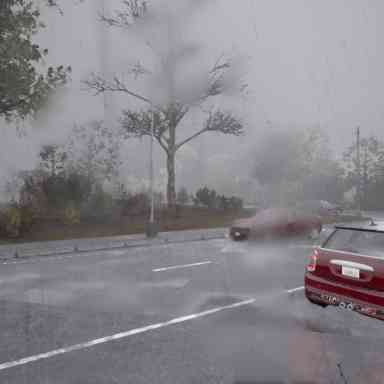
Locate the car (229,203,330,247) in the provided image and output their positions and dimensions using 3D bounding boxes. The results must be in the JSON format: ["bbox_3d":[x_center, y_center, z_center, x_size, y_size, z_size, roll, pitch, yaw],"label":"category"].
[{"bbox_3d":[3.926,1.477,15.310,5.008,1.535,1.882,0,0,-36],"label":"car"}]

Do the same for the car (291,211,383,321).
[{"bbox_3d":[4.396,1.352,6.747,4.553,1.767,2.097,0,0,-34],"label":"car"}]

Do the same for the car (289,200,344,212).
[{"bbox_3d":[13.395,1.549,35.544,2.033,1.411,5.357,0,0,-28],"label":"car"}]

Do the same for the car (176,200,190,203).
[{"bbox_3d":[-1.877,1.748,67.427,1.895,1.301,4.718,0,-1,-22],"label":"car"}]

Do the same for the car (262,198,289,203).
[{"bbox_3d":[11.800,1.576,45.883,2.033,1.411,5.357,0,0,-27],"label":"car"}]
